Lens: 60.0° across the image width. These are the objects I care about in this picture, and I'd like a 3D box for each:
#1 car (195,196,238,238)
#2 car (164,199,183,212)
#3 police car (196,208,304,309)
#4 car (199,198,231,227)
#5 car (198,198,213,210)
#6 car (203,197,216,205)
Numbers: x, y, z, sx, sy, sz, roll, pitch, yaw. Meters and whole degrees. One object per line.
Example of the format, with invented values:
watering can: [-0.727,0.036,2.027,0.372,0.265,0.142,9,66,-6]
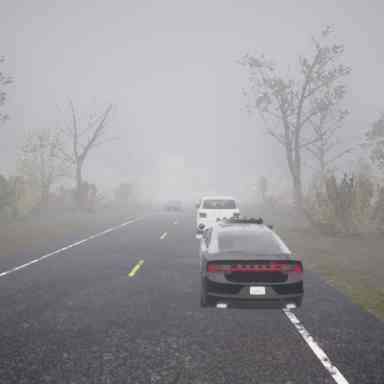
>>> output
car: [1.367,1.232,17.961,2.150,2.045,5.566,0,0,2]
car: [-2.084,1.599,39.709,2.033,1.411,5.357,0,0,4]
police car: [1.127,1.428,8.088,1.930,1.638,5.238,0,0,1]
car: [1.584,1.365,23.870,2.097,1.767,4.553,0,0,2]
car: [1.931,1.582,46.345,1.837,1.490,4.892,0,0,5]
car: [3.382,1.707,63.426,2.033,1.411,5.357,0,0,6]
